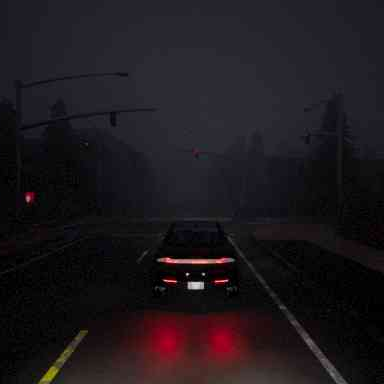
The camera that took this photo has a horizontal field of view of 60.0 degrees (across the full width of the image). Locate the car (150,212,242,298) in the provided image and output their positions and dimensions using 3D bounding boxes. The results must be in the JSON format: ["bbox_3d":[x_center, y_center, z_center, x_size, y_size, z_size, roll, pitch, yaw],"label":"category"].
[{"bbox_3d":[0.091,1.492,8.487,2.128,1.511,4.902,0,0,1],"label":"car"}]

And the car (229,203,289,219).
[{"bbox_3d":[5.569,1.585,28.095,4.718,1.301,1.895,0,0,-4],"label":"car"}]
